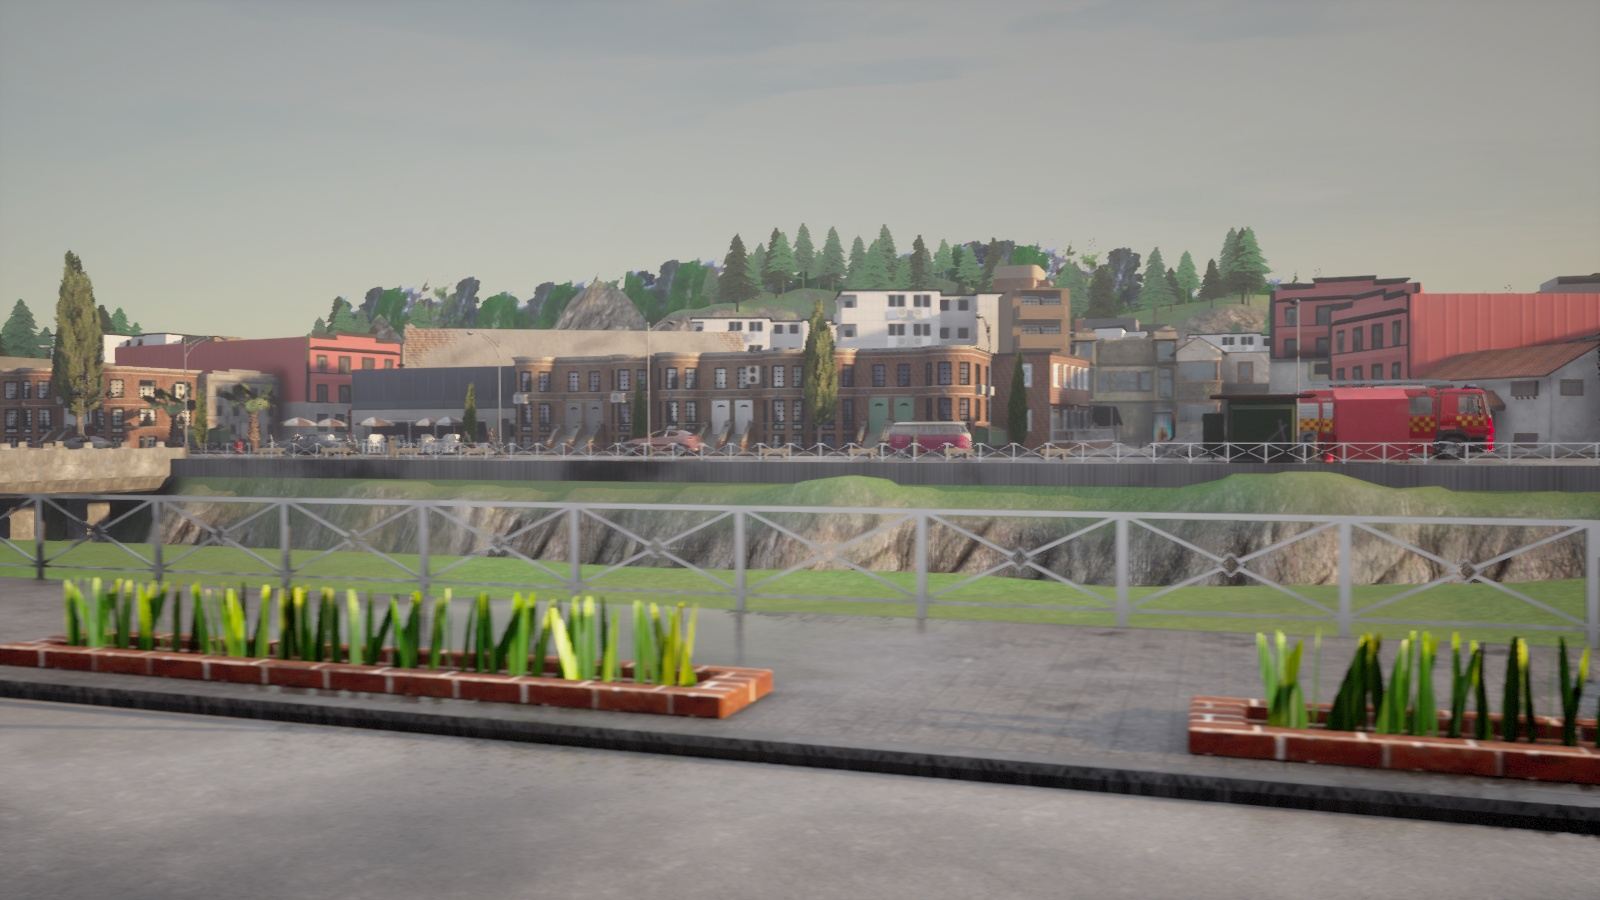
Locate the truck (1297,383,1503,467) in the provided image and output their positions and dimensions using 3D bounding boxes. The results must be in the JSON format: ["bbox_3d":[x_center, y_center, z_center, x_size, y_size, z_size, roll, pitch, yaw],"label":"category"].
[{"bbox_3d":[28.113,-1.183,59.343,8.468,3.827,2.891,1,1,19],"label":"truck"}]

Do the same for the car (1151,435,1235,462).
[{"bbox_3d":[20.675,-0.090,66.081,4.181,1.385,1.994,1,1,19],"label":"car"}]

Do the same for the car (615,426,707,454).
[{"bbox_3d":[-8.390,-0.641,75.844,5.027,1.651,2.152,1,1,19],"label":"car"}]

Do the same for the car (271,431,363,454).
[{"bbox_3d":[-30.379,-0.506,79.021,5.357,1.411,2.033,1,1,19],"label":"car"}]

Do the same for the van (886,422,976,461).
[{"bbox_3d":[6.929,-0.459,66.477,4.442,1.987,1.775,1,1,19],"label":"van"}]

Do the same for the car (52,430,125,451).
[{"bbox_3d":[-48.123,-0.652,84.984,4.181,1.385,1.994,1,1,19],"label":"car"}]
